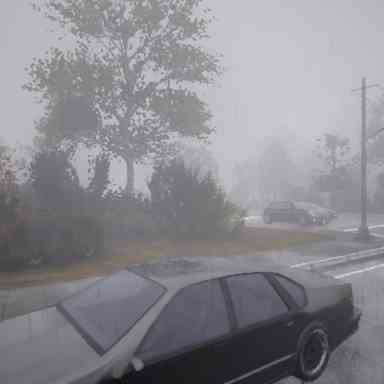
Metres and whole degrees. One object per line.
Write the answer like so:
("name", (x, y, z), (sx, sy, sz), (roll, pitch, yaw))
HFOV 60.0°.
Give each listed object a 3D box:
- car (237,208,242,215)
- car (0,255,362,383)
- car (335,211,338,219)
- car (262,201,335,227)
("car", (3.472, 1.780, 33.691), (1.994, 1.385, 4.181), (0, -1, -42))
("car", (-0.141, 1.547, 3.891), (5.357, 1.411, 2.033), (0, 0, -36))
("car", (9.182, 1.593, 26.862), (1.837, 1.490, 4.892), (0, -1, -42))
("car", (7.282, 1.425, 23.617), (2.097, 1.767, 4.553), (0, -1, -38))
